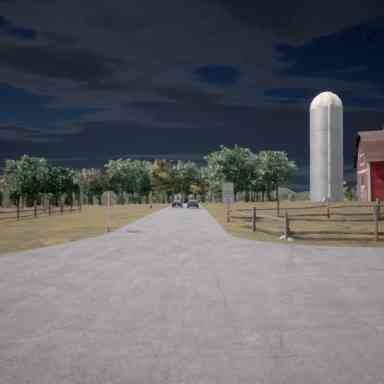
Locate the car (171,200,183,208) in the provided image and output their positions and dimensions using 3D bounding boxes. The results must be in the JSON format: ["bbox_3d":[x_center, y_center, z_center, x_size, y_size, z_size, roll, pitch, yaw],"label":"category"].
[{"bbox_3d":[-2.584,2.038,59.087,2.033,1.411,5.357,0,-1,0],"label":"car"}]

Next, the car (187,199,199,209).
[{"bbox_3d":[0.152,1.929,54.470,1.837,1.490,4.892,0,-1,0],"label":"car"}]
